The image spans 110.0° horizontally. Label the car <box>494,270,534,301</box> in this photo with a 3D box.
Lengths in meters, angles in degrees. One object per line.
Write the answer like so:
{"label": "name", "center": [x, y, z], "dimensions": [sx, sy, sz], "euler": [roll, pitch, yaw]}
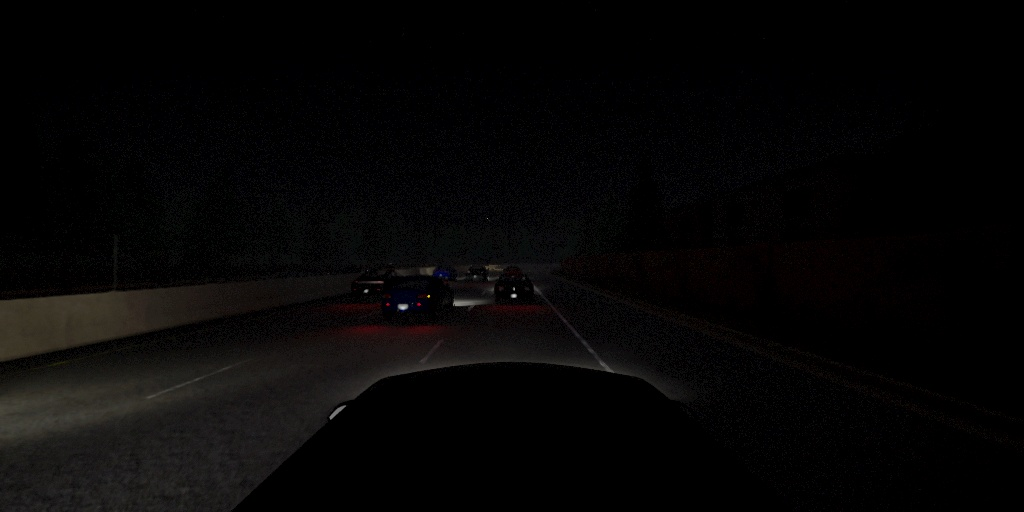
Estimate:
{"label": "car", "center": [0.095, 1.600, 18.968], "dimensions": [1.895, 1.301, 4.718], "euler": [0, -1, 0]}

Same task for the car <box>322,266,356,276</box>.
{"label": "car", "center": [-17.604, 1.776, 37.850], "dimensions": [1.837, 1.490, 4.892], "euler": [0, -1, 0]}

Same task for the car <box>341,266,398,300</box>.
{"label": "car", "center": [-6.904, 1.497, 19.407], "dimensions": [2.128, 1.511, 4.902], "euler": [0, -1, 0]}

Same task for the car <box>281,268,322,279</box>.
{"label": "car", "center": [-21.104, 1.852, 36.479], "dimensions": [1.895, 1.301, 4.718], "euler": [0, -1, 0]}

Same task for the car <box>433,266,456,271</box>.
{"label": "car", "center": [-6.909, 1.739, 37.178], "dimensions": [1.882, 1.535, 5.008], "euler": [0, -1, 0]}

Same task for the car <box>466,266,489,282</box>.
{"label": "car", "center": [-3.409, 1.731, 35.598], "dimensions": [2.128, 1.511, 4.902], "euler": [0, -1, 0]}

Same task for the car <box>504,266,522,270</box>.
{"label": "car", "center": [0.077, 1.780, 36.657], "dimensions": [1.812, 1.442, 4.674], "euler": [0, -1, 0]}

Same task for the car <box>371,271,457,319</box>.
{"label": "car", "center": [-3.404, 1.446, 13.509], "dimensions": [1.812, 1.442, 4.674], "euler": [0, -1, 0]}

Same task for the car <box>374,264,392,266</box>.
{"label": "car", "center": [-14.102, 1.633, 38.591], "dimensions": [2.097, 1.767, 4.553], "euler": [0, -1, 0]}
